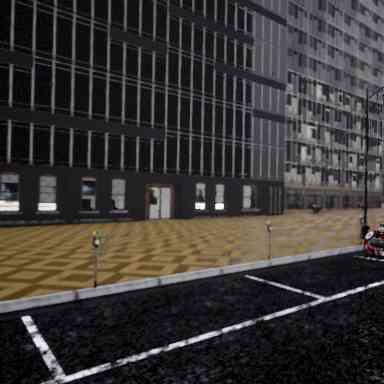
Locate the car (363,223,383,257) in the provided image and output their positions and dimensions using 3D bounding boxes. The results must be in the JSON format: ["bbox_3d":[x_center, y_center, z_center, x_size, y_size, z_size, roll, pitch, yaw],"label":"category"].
[{"bbox_3d":[8.176,1.586,12.381,4.097,1.590,1.967,1,0,-35],"label":"car"}]
